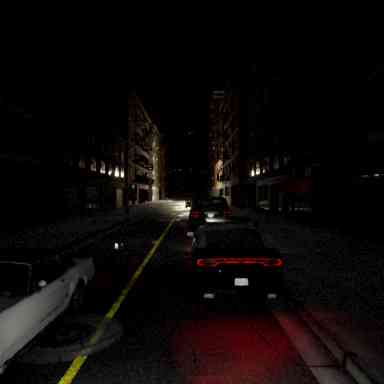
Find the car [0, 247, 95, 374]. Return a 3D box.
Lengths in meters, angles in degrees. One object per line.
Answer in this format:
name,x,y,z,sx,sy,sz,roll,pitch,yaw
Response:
car,-3.001,1.603,4.894,1.895,1.301,4.718,0,0,0

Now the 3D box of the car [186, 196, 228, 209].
car,0.898,1.236,18.549,2.150,2.045,5.566,0,0,0

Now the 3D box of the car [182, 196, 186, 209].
car,0.017,1.590,46.846,2.033,1.411,5.357,0,0,1

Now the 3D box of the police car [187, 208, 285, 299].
police car,0.899,1.430,8.628,1.930,1.638,5.238,0,0,0

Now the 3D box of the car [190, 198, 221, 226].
car,0.896,1.368,24.489,2.097,1.767,4.553,0,0,0
